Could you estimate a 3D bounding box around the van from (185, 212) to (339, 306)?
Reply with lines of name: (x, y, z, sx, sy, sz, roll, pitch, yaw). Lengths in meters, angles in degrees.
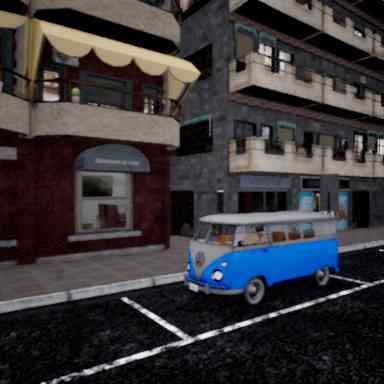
van: (1.752, 1.382, 7.823, 3.998, 1.788, 1.690, 0, -1, -36)
